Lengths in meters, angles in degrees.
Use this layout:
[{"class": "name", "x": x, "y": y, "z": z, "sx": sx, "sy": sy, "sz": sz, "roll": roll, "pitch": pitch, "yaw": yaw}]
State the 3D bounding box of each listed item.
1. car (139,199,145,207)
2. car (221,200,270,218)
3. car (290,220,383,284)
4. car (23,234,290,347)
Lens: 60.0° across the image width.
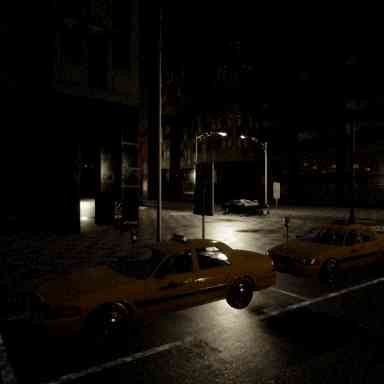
[{"class": "car", "x": -8.374, "y": 1.432, "z": 47.341, "sx": 1.994, "sy": 1.385, "sz": 4.181, "roll": 0, "pitch": 0, "yaw": -35}, {"class": "car", "x": 4.605, "y": 1.426, "z": 29.251, "sx": 2.128, "sy": 1.511, "sz": 4.902, "roll": 0, "pitch": 0, "yaw": -36}, {"class": "car", "x": 4.099, "y": 1.526, "z": 9.548, "sx": 4.829, "sy": 1.417, "sz": 1.752, "roll": 0, "pitch": 0, "yaw": -35}, {"class": "car", "x": -0.468, "y": 1.526, "z": 6.305, "sx": 4.829, "sy": 1.417, "sz": 1.752, "roll": 0, "pitch": 0, "yaw": -35}]
